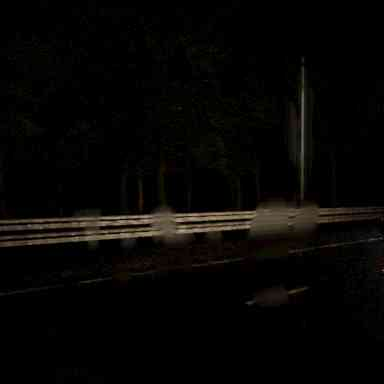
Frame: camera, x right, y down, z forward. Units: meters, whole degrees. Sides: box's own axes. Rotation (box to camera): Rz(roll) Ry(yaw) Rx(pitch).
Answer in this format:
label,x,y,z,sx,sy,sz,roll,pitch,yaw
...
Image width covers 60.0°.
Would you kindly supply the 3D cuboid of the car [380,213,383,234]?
label,x,y,z,sx,sy,sz,roll,pitch,yaw
car,11.355,1.386,16.149,5.566,2.045,2.150,1,0,-35
